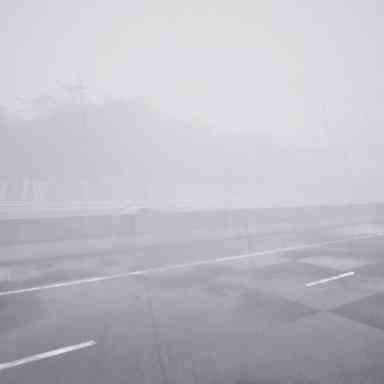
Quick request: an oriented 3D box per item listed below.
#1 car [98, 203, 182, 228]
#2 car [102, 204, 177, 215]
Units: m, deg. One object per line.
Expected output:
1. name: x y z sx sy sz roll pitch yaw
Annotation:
1. car: -3.516 1.533 22.872 5.357 1.411 2.033 0 0 -35
2. car: -3.163 1.516 18.853 4.674 1.442 1.812 0 0 -35
